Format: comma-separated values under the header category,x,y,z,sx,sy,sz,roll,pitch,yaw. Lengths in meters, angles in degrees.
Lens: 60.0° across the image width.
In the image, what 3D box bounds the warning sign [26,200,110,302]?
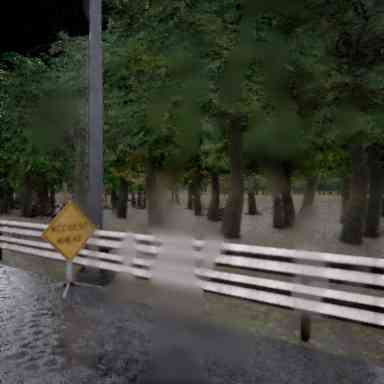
category,x,y,z,sx,sy,sz,roll,pitch,yaw
warning sign,-2.610,1.128,7.082,1.060,1.860,1.300,0,0,36
